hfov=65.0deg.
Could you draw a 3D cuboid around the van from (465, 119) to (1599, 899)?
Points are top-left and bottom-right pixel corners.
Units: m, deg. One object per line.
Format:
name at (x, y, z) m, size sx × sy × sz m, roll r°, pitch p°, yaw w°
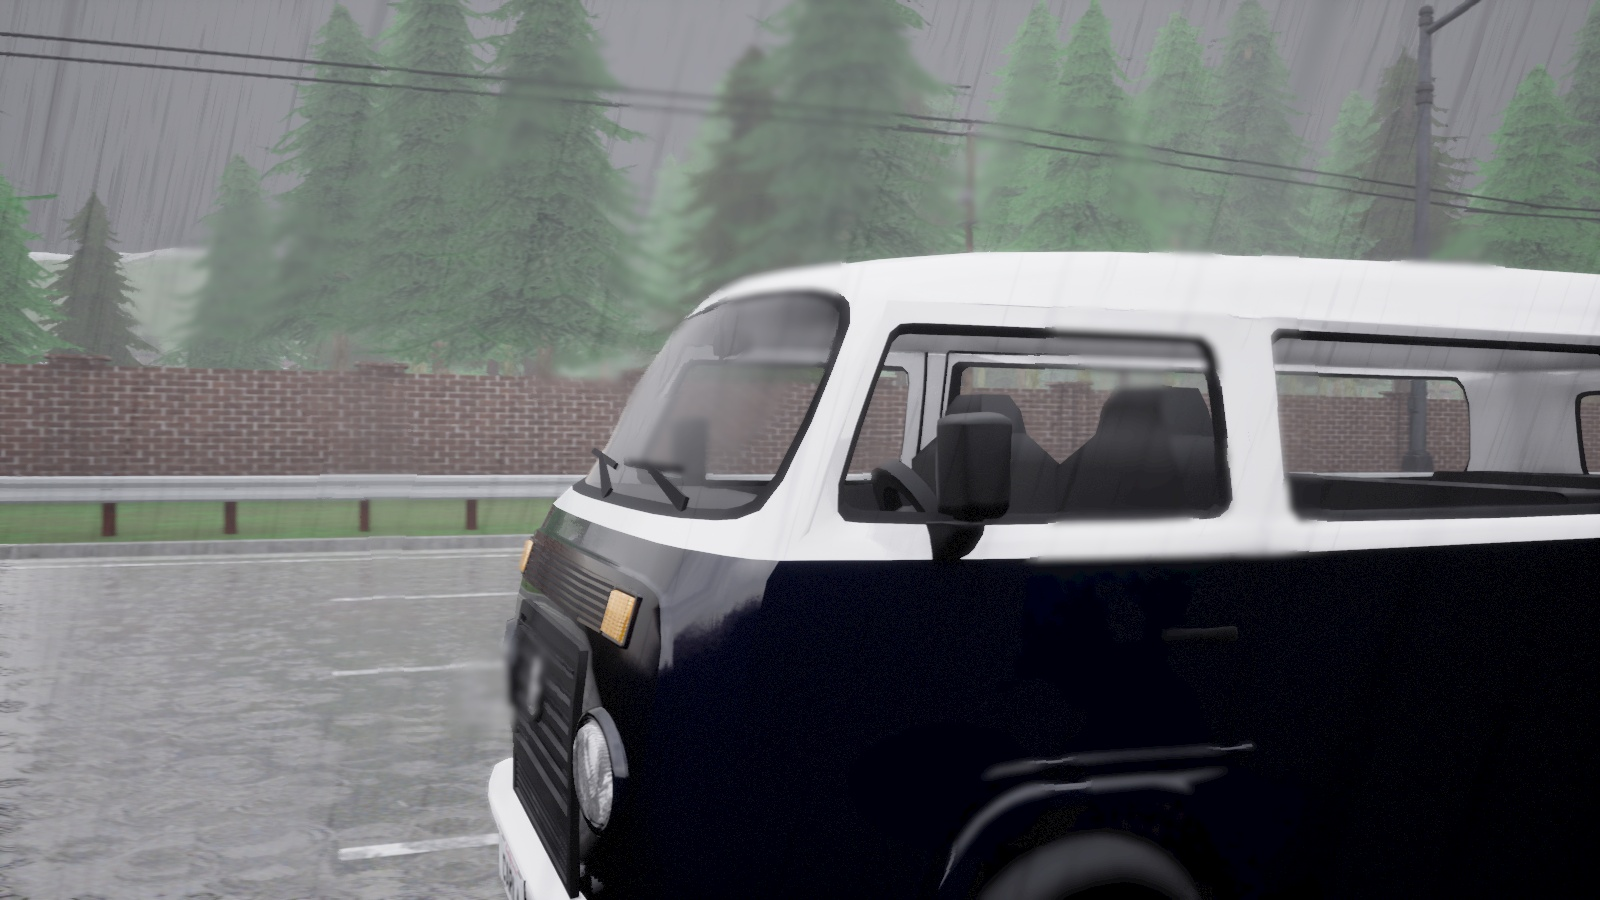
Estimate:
van at (1.423, 0.445, 3.776) m, size 4.480 × 2.038 × 2.069 m, roll -1°, pitch 1°, yaw -21°
